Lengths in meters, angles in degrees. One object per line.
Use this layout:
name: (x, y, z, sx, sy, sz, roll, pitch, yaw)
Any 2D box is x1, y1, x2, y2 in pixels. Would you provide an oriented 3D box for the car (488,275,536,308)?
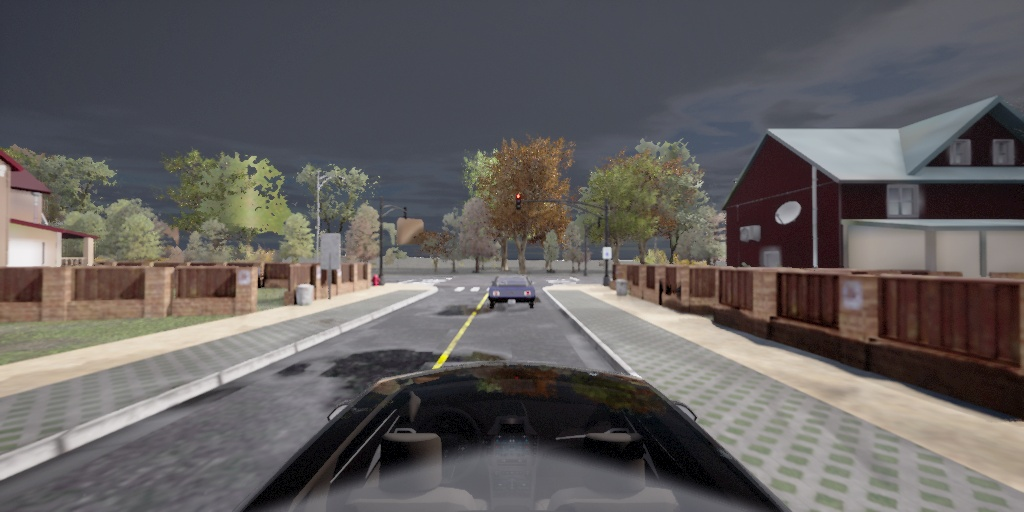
car: (-0.001, 1.483, 15.962, 1.895, 1.301, 4.718, 0, 0, 0)
